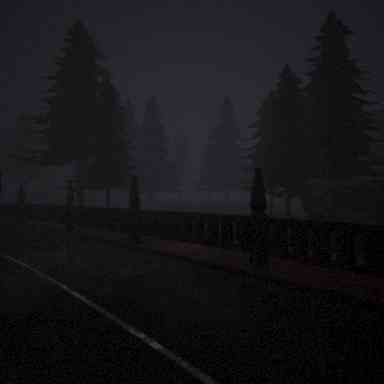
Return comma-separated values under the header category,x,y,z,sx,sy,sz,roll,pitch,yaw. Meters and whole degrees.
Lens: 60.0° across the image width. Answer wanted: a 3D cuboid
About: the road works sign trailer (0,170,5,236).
category,x,y,z,sx,sy,sz,roll,pitch,yaw
road works sign trailer,-10.547,0.538,16.750,2.880,3.560,2.380,0,0,24
